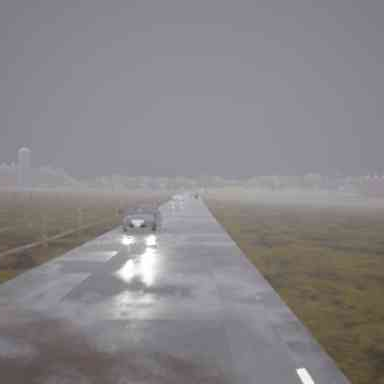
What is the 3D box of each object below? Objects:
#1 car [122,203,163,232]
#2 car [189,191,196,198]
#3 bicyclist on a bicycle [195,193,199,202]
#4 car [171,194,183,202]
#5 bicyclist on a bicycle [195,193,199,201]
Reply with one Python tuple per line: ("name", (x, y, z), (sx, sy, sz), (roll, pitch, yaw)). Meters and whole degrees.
("car", (-2.839, 1.458, 19.795), (2.128, 1.511, 4.902), (0, 0, 0))
("car", (0.283, 0.882, 82.691), (1.994, 1.385, 4.181), (0, 1, 0))
("bicyclist on a bicycle", (0.885, 1.018, 58.431), (0.659, 1.776, 1.843), (0, 1, 0))
("car", (-2.631, 1.132, 61.580), (1.812, 1.442, 4.674), (0, 1, 1))
("bicyclist on a bicycle", (0.951, 0.955, 68.262), (0.866, 1.612, 1.509), (0, 1, 0))
